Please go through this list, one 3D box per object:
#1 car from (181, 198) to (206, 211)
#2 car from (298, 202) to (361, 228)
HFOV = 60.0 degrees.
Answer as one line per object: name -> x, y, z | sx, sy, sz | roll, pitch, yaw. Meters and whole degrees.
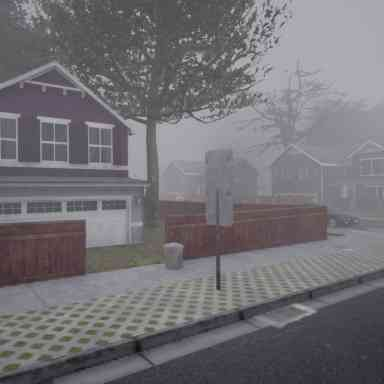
car -> 0.413, 1.387, 32.892 | 1.882, 1.535, 5.008 | -1, 1, -36
car -> 8.444, 1.466, 21.795 | 1.837, 1.490, 4.892 | -1, 1, -34
